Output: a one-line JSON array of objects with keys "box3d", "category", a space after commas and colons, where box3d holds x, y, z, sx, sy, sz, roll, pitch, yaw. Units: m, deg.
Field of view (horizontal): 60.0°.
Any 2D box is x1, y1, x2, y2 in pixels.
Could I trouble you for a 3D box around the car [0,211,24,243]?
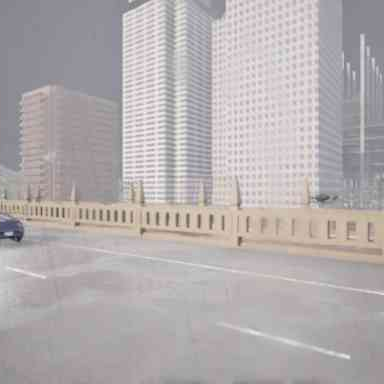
[{"box3d": [-9.283, 1.518, 14.802, 4.674, 1.442, 1.812, 0, 0, 35], "category": "car"}]
